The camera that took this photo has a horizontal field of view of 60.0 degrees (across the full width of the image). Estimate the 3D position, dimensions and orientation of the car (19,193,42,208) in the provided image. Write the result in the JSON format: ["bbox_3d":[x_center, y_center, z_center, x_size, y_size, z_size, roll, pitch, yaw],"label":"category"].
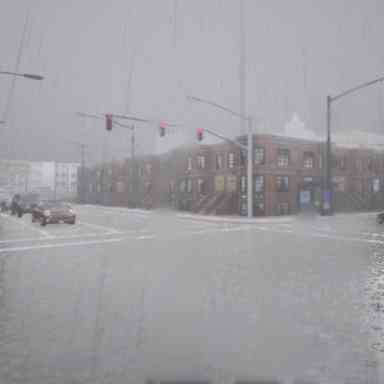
[{"bbox_3d":[-24.263,1.208,49.891,2.150,2.045,5.566,0,0,-36],"label":"car"}]

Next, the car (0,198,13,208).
[{"bbox_3d":[-26.998,1.557,47.441,1.994,1.385,4.181,0,0,-35],"label":"car"}]

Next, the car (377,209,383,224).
[{"bbox_3d":[14.822,1.433,23.158,5.008,1.535,1.882,0,0,-36],"label":"car"}]

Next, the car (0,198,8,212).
[{"bbox_3d":[-21.201,1.518,39.309,1.812,1.442,4.674,0,0,-35],"label":"car"}]

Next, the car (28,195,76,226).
[{"bbox_3d":[-9.703,1.344,23.271,2.097,1.767,4.553,0,0,-35],"label":"car"}]

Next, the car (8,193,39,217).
[{"bbox_3d":[-15.413,1.214,31.212,2.150,2.045,5.566,0,0,-36],"label":"car"}]
